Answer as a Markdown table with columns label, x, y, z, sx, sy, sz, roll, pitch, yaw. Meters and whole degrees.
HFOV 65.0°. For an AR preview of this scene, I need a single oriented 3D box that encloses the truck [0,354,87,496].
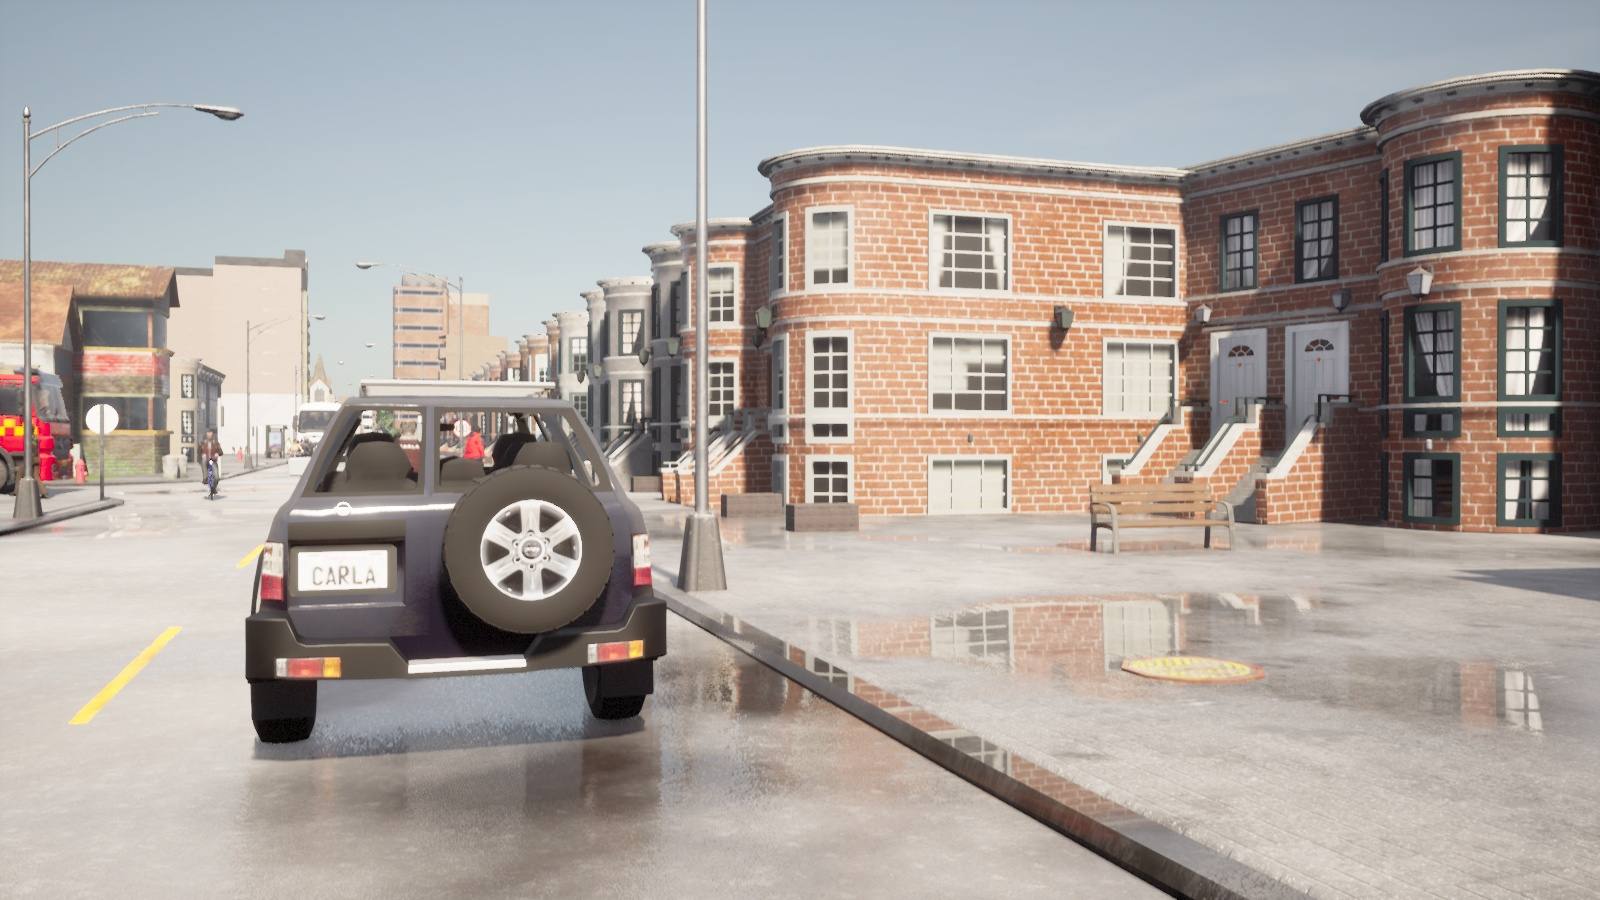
| label | x | y | z | sx | sy | sz | roll | pitch | yaw |
| --- | --- | --- | --- | --- | --- | --- | --- | --- | --- |
| truck | -24.608 | -0.689 | 34.364 | 8.468 | 3.827 | 2.891 | 0 | 0 | -19 |

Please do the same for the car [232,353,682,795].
| label | x | y | z | sx | sy | sz | roll | pitch | yaw |
| --- | --- | --- | --- | --- | --- | --- | --- | --- | --- |
| car | -2.209 | 0.507 | 7.759 | 1.932 | 1.855 | 4.605 | 0 | 0 | -19 |

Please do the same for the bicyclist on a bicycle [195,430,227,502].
| label | x | y | z | sx | sy | sz | roll | pitch | yaw |
| --- | --- | --- | --- | --- | --- | --- | --- | --- | --- |
| bicyclist on a bicycle | -14.828 | 0.383 | 31.581 | 0.659 | 1.776 | 1.843 | 0 | 0 | -27 |

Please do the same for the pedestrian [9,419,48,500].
| label | x | y | z | sx | sy | sz | roll | pitch | yaw |
| --- | --- | --- | --- | --- | --- | --- | --- | --- | --- |
| pedestrian | -18.449 | 0.225 | 30.022 | 0.692 | 1.930 | 0.395 | 0 | 0 | 10 |

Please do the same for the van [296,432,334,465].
| label | x | y | z | sx | sy | sz | roll | pitch | yaw |
| --- | --- | --- | --- | --- | --- | --- | --- | --- | --- |
| van | -30.448 | -0.099 | 78.947 | 2.069 | 2.038 | 4.480 | 0 | 0 | -19 |

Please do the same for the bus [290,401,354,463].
| label | x | y | z | sx | sy | sz | roll | pitch | yaw |
| --- | --- | --- | --- | --- | --- | --- | --- | --- | --- |
| bus | -34.491 | -1.284 | 90.963 | 3.944 | 4.253 | 10.273 | 0 | 1 | -19 |
